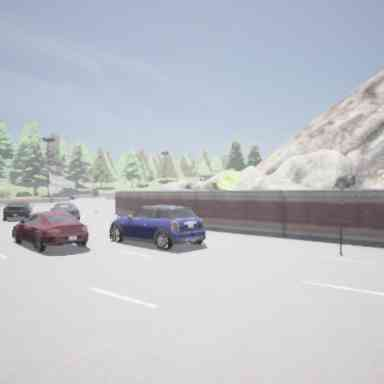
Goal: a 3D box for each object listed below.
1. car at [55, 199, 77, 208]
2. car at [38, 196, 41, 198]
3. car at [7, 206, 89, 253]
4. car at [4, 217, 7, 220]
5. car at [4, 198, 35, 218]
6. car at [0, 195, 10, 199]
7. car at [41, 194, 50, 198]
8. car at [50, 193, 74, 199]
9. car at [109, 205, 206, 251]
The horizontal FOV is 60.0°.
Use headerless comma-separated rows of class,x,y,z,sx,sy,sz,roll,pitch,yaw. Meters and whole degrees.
car,-9.740,1.553,25.506,2.033,1.411,5.357,0,0,-26
car,-34.402,1.240,78.852,1.994,1.385,4.181,0,1,31
car,-5.936,1.529,13.872,1.812,1.442,4.674,0,0,-43
car,-7.692,1.529,10.615,1.812,1.442,4.674,0,0,-44
car,-14.443,1.509,27.907,1.837,1.490,4.892,-1,0,-21
car,-35.298,1.364,60.162,1.882,1.535,5.008,0,1,15
car,-31.535,1.043,76.826,2.097,1.767,4.553,0,1,31
car,-28.699,1.215,74.766,1.812,1.442,4.674,0,1,31
car,-1.618,1.354,14.440,4.553,1.767,2.097,0,0,42
